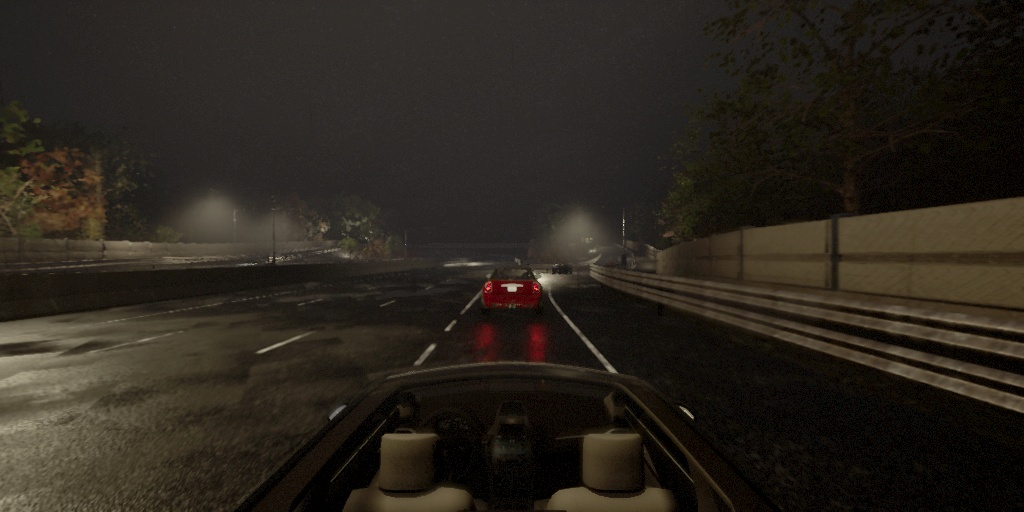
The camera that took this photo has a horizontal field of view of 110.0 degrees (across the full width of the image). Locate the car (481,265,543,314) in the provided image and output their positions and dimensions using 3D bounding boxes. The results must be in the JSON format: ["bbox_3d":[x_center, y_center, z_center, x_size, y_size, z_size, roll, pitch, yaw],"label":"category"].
[{"bbox_3d":[0.069,1.108,13.915,2.097,1.767,4.553,0,0,2],"label":"car"}]

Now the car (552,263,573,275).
[{"bbox_3d":[6.521,1.670,45.815,2.128,1.511,4.902,0,-1,22],"label":"car"}]
